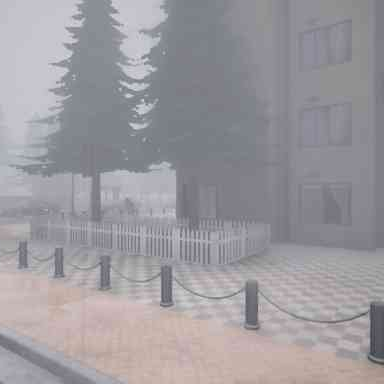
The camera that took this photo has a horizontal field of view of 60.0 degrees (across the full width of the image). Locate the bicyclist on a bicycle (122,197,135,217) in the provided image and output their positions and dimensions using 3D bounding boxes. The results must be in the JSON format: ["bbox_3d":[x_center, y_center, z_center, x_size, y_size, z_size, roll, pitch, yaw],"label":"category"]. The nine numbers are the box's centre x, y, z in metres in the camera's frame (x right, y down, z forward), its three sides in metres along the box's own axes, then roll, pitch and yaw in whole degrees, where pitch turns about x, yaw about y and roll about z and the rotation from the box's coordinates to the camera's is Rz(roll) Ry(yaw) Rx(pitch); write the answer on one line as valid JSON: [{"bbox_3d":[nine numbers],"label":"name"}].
[{"bbox_3d":[-5.309,1.285,27.828,1.656,1.620,0.582,0,0,37],"label":"bicyclist on a bicycle"}]

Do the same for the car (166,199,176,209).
[{"bbox_3d":[-1.574,1.510,45.053,1.812,1.442,4.674,0,0,37],"label":"car"}]

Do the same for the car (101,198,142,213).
[{"bbox_3d":[-7.788,1.462,36.924,1.882,1.535,5.008,0,0,37],"label":"car"}]

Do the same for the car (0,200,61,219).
[{"bbox_3d":[-13.914,1.476,28.872,2.128,1.511,4.902,0,0,37],"label":"car"}]
